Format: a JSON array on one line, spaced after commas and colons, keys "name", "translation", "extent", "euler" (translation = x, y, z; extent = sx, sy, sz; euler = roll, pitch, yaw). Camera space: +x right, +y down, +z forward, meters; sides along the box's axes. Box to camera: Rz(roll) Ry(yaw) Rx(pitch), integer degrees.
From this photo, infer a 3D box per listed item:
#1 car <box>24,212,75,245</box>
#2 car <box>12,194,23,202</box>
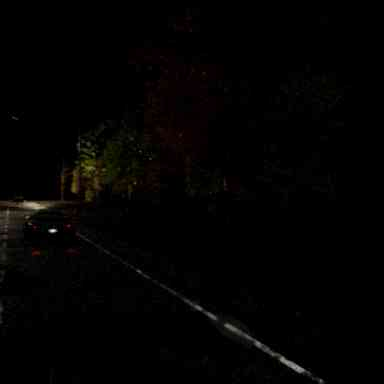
[{"name": "car", "translation": [-6.870, 1.620, 15.884], "extent": [1.994, 1.385, 4.181], "euler": [1, -1, -29]}, {"name": "car", "translation": [-39.903, 1.698, 76.398], "extent": [1.895, 1.301, 4.718], "euler": [1, -1, -29]}]
